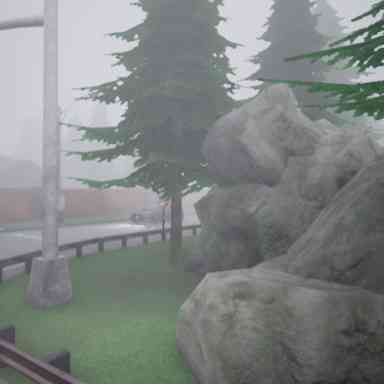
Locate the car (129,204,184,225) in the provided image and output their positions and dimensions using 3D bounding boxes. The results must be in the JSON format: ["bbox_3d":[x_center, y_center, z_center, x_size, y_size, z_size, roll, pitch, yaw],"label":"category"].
[{"bbox_3d":[-2.375,1.461,23.283,1.994,1.385,4.181,0,0,36],"label":"car"}]
